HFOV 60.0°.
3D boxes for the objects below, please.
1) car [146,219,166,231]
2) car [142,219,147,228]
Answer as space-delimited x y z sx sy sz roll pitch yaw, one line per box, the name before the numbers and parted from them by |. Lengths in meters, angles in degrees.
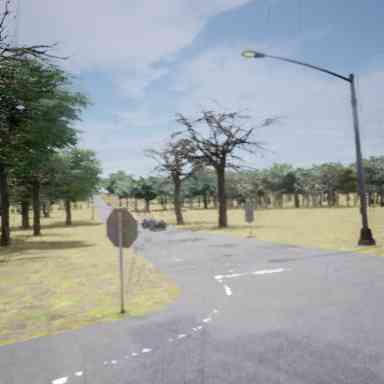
car | -5.261 5.042 51.196 1.882 1.535 5.008 -2 -3 -16
car | -7.578 5.529 58.747 1.882 1.535 5.008 -2 -3 -17
